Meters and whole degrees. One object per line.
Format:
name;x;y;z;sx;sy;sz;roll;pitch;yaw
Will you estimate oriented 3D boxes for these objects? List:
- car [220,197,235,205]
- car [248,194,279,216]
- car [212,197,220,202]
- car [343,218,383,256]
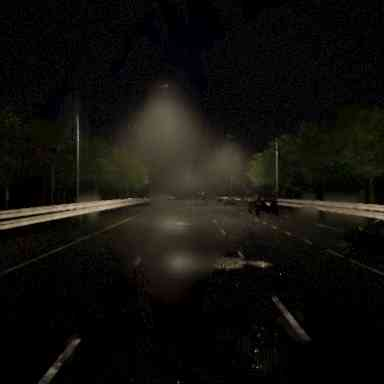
car;7.145;1.762;63.476;2.033;1.411;5.357;0;-1;0
car;7.025;1.245;33.169;2.150;2.045;5.566;0;0;0
car;7.338;2.100;90.622;2.033;1.411;5.357;0;-1;1
car;7.039;1.553;11.022;2.033;1.411;5.357;0;0;0
